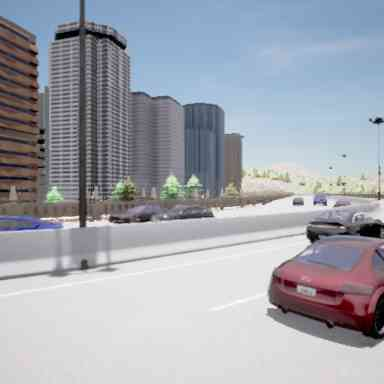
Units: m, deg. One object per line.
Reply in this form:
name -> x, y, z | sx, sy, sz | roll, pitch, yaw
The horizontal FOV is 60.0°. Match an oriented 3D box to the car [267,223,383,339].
car -> 3.413, 1.579, 6.712 | 4.181, 1.385, 1.994 | 0, 0, -40

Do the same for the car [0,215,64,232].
car -> -7.027, 1.582, 12.051 | 4.674, 1.442, 1.812 | 0, 0, -37

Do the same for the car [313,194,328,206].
car -> 21.890, 1.351, 56.595 | 2.150, 2.045, 5.566 | 0, 0, 21

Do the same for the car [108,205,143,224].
car -> -3.336, 1.634, 24.213 | 5.357, 1.411, 2.033 | 0, 0, -44

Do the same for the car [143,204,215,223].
car -> -0.557, 1.578, 22.130 | 4.892, 1.490, 1.837 | 0, 0, -44

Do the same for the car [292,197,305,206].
car -> 18.550, 1.619, 57.713 | 1.882, 1.535, 5.008 | 0, 0, 21

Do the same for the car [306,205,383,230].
car -> 6.757, 1.523, 14.357 | 4.902, 1.511, 2.128 | 0, 0, -43

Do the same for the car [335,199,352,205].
car -> 20.065, 1.659, 44.015 | 1.994, 1.385, 4.181 | 0, 0, 28
